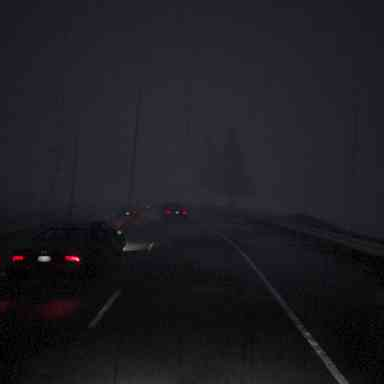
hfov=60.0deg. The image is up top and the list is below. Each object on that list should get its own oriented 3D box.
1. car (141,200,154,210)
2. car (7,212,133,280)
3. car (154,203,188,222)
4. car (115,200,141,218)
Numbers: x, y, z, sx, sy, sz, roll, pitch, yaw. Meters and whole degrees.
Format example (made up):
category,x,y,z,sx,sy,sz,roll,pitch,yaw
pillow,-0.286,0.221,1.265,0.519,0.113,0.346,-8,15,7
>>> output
category,x,y,z,sx,sy,sz,roll,pitch,yaw
car,-6.183,1.603,42.128,1.895,1.301,4.718,0,0,-22
car,-3.333,1.546,9.954,2.033,1.411,5.357,0,0,-1
car,-1.585,1.551,26.829,2.033,1.411,5.357,0,0,-11
car,-5.796,1.525,29.551,1.812,1.442,4.674,0,0,-13
